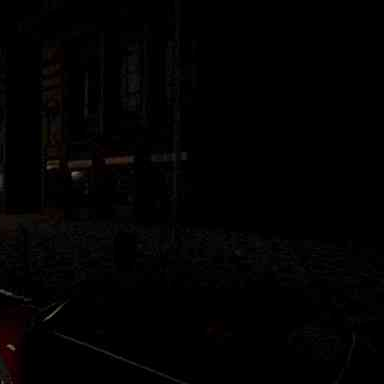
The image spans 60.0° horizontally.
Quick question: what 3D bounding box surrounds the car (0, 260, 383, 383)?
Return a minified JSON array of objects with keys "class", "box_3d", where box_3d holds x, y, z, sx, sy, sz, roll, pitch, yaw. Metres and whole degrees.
[{"class":"car","box_3d":[-0.448,1.439,3.281,4.097,1.590,1.967,0,0,35]}]
